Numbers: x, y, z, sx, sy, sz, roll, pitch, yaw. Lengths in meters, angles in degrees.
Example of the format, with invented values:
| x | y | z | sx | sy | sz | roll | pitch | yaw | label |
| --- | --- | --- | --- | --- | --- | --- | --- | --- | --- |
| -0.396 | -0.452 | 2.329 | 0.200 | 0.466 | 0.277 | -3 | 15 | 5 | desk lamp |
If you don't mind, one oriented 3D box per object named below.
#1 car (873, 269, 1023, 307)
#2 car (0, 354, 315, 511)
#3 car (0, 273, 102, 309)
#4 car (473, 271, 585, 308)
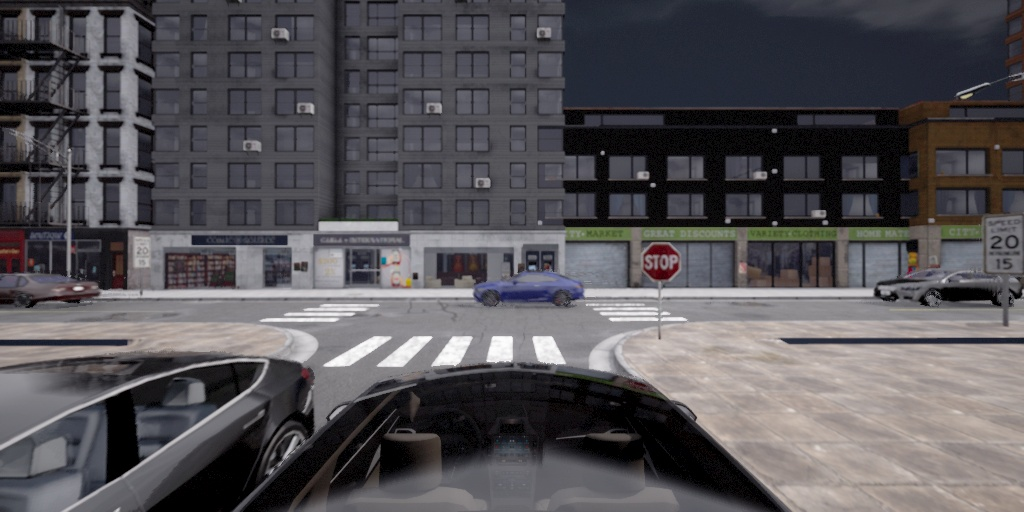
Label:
| x | y | z | sx | sy | sz | roll | pitch | yaw | label |
| --- | --- | --- | --- | --- | --- | --- | --- | --- | --- |
| 18.197 | 1.294 | 15.115 | 4.902 | 1.511 | 2.128 | 0 | 0 | 0 | car |
| -2.638 | 1.315 | 1.580 | 1.948 | 1.339 | 4.313 | 0 | 0 | 0 | car |
| -20.903 | 1.439 | 15.198 | 5.357 | 1.411 | 2.033 | 0 | 0 | 0 | car |
| 0.709 | 1.361 | 15.128 | 4.674 | 1.442 | 1.812 | 0 | 0 | 0 | car |
